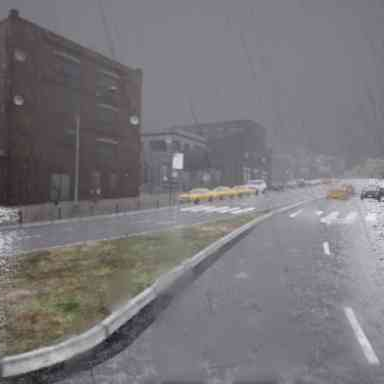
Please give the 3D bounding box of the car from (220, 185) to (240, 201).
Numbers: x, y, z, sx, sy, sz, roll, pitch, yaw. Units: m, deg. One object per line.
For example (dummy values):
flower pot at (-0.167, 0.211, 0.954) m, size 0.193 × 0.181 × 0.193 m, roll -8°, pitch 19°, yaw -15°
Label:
car at (3.328, 0.082, 38.324) m, size 1.946 × 1.575 × 5.366 m, roll 1°, pitch 3°, yaw 30°

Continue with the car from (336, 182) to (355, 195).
car at (21.384, -0.322, 46.114) m, size 2.033 × 1.411 × 5.357 m, roll 1°, pitch 3°, yaw 30°

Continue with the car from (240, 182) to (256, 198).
car at (6.094, -0.162, 43.101) m, size 1.946 × 1.575 × 5.366 m, roll 1°, pitch 3°, yaw 30°

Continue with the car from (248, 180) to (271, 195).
car at (9.002, -0.666, 48.110) m, size 2.435 × 2.045 × 5.566 m, roll 1°, pitch 3°, yaw 30°

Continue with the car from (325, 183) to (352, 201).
car at (16.273, 0.067, 37.160) m, size 1.882 × 1.535 × 5.008 m, roll 1°, pitch 3°, yaw 30°

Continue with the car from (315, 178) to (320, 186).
car at (30.990, -2.358, 86.089) m, size 1.946 × 1.575 × 5.366 m, roll 1°, pitch 3°, yaw 30°

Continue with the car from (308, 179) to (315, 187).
car at (27.502, -2.051, 80.176) m, size 2.231 × 1.521 × 4.892 m, roll 1°, pitch 3°, yaw 31°

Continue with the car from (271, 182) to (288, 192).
car at (14.531, -0.874, 57.675) m, size 2.163 × 1.488 × 4.792 m, roll 1°, pitch 3°, yaw 30°

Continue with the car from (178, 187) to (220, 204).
car at (0.554, 0.328, 33.555) m, size 1.946 × 1.575 × 5.366 m, roll 1°, pitch 3°, yaw 30°

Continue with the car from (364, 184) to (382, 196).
car at (24.657, -0.294, 45.127) m, size 1.994 × 1.385 × 4.181 m, roll 1°, pitch 3°, yaw 30°

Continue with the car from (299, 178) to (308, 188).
car at (22.831, -1.886, 71.992) m, size 2.435 × 2.045 × 5.566 m, roll 1°, pitch 3°, yaw 30°

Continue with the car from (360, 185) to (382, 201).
car at (19.420, 0.131, 36.116) m, size 1.812 × 1.442 × 4.674 m, roll 1°, pitch 3°, yaw 30°

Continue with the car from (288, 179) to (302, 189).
car at (20.085, -1.392, 67.257) m, size 2.231 × 1.521 × 4.892 m, roll 1°, pitch 3°, yaw 30°
